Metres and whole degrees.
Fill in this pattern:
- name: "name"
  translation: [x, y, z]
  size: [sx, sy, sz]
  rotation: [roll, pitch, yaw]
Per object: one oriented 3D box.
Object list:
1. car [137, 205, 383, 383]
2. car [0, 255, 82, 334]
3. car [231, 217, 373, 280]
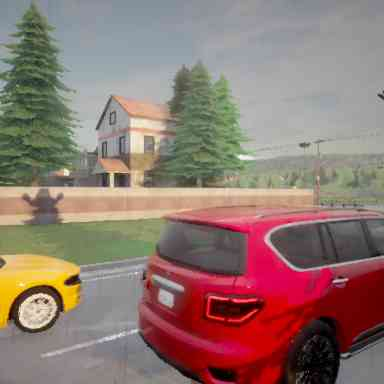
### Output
- name: "car"
  translation: [1.905, 1.224, 5.134]
  size: [5.566, 2.045, 2.150]
  rotation: [0, 0, -35]
- name: "car"
  translation: [-4.287, 1.478, 5.098]
  size: [5.008, 1.535, 1.882]
  rotation: [0, 0, -35]
- name: "car"
  translation: [3.652, 1.601, 10.667]
  size: [4.718, 1.301, 1.895]
  rotation: [0, 0, -36]
